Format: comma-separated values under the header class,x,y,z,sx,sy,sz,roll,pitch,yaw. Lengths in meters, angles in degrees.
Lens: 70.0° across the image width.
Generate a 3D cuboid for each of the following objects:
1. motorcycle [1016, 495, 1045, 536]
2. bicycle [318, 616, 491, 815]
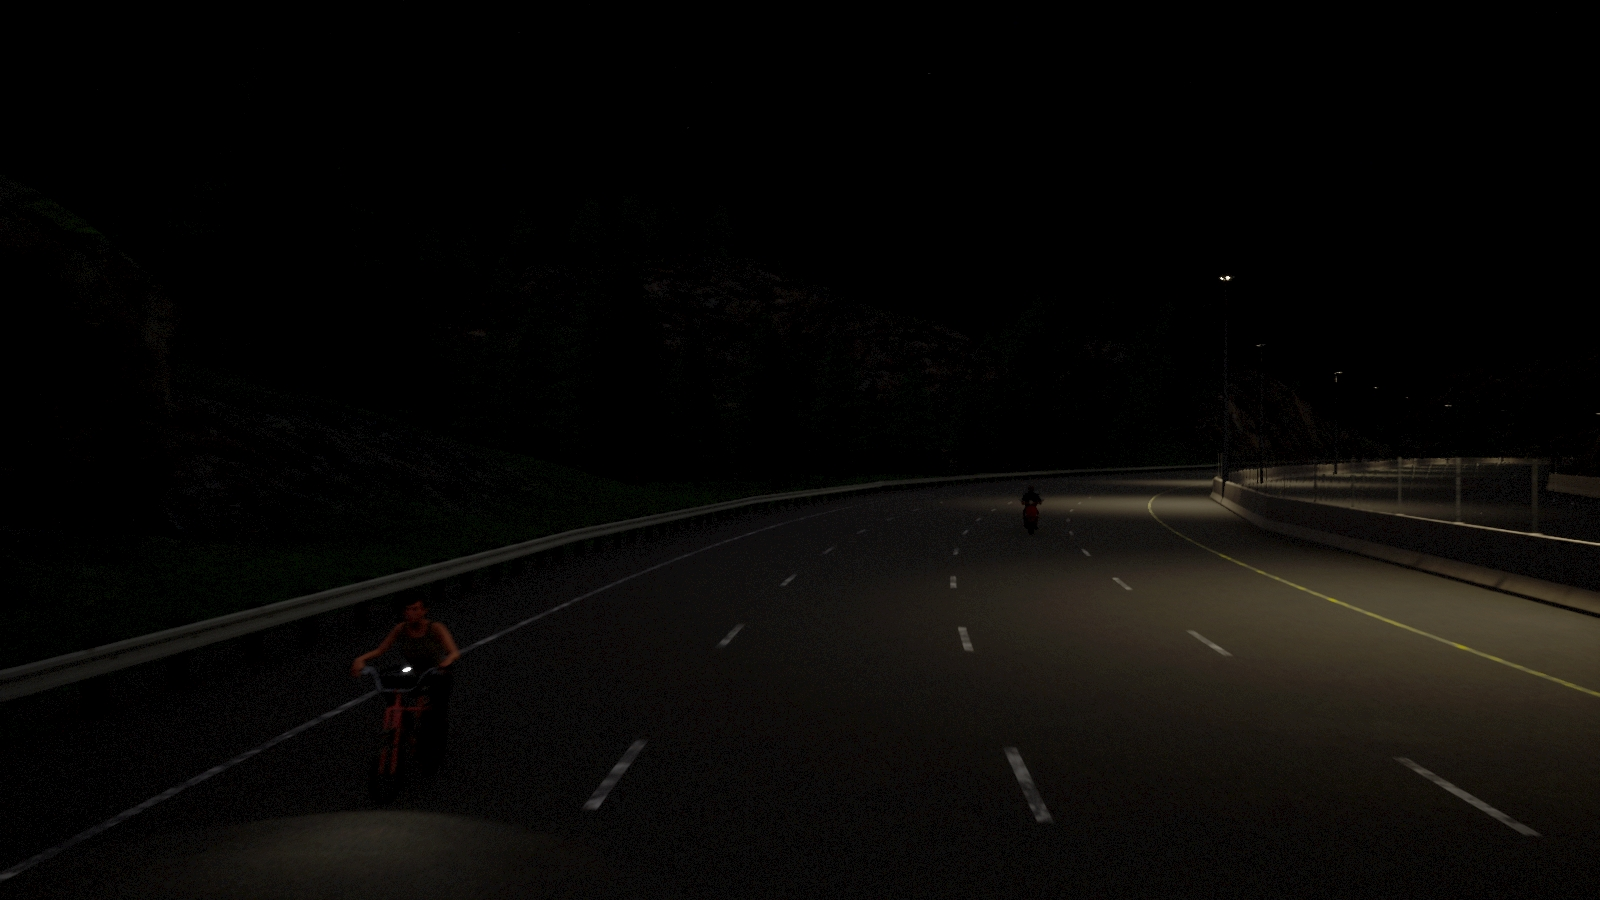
class,x,y,z,sx,sy,sz,roll,pitch,yaw
motorcycle,7.666,2.174,38.038,0.856,1.236,1.805,1,0,10
bicycle,-3.228,2.139,9.486,0.859,1.295,1.487,0,0,3
